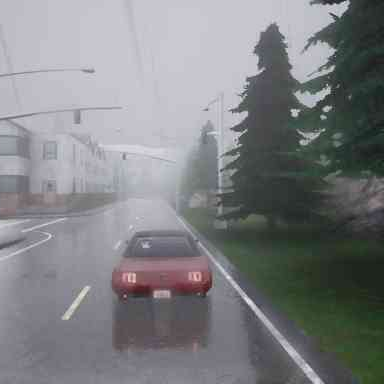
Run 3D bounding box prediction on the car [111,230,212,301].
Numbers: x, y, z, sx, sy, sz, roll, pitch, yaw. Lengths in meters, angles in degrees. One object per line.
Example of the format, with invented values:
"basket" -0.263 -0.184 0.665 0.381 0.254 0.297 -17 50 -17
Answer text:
"car" -0.741 1.601 8.359 1.895 1.301 4.718 0 0 -5
